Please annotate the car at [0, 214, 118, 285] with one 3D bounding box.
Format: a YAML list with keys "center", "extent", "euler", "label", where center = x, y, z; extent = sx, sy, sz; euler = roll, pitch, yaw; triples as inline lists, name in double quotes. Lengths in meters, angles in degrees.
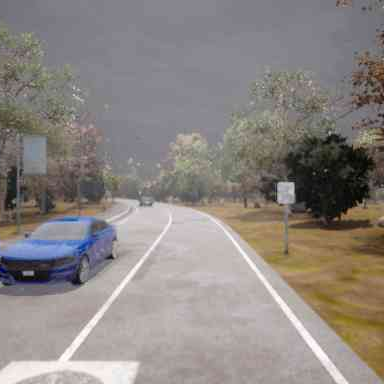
- center: [-3.519, 1.477, 9.674]
  extent: [1.882, 1.535, 5.008]
  euler: [0, 0, 1]
  label: "car"

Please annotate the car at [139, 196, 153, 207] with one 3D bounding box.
- center: [-7.030, 1.443, 50.930]
  extent: [2.128, 1.511, 4.902]
  euler: [1, 0, -13]
  label: "car"
